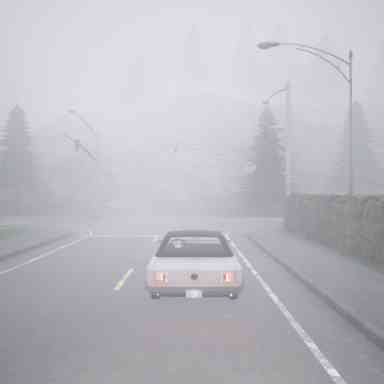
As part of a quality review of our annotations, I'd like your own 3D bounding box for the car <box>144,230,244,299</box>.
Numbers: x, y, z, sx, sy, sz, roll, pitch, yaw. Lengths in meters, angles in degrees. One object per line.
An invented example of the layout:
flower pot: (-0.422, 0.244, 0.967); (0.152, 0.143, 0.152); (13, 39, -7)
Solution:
car: (0.061, 1.601, 8.382); (1.895, 1.301, 4.718); (0, 0, 0)
